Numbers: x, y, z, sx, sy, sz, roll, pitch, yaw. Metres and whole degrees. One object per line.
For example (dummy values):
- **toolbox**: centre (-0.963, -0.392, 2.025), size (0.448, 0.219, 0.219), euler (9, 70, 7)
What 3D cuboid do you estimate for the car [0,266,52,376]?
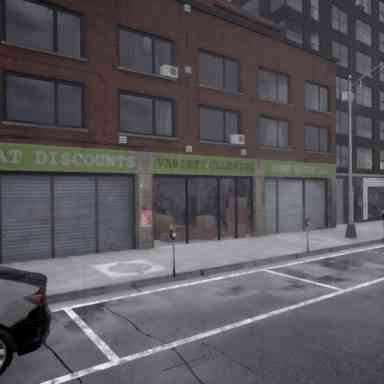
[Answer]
- **car**: centre (-3.903, 1.566, 3.760), size (4.313, 1.339, 1.947), euler (0, -1, -35)
